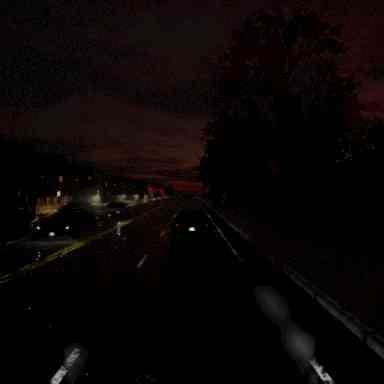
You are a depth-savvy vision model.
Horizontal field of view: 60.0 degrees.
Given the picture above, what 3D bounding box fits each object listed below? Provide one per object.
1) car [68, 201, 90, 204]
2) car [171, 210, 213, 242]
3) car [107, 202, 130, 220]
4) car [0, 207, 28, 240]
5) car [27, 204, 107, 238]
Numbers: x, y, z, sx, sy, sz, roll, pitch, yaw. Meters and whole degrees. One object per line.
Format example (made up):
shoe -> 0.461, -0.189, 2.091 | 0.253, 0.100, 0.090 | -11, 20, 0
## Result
car -> -9.778, 1.533, 28.348 | 1.882, 1.535, 5.008 | 0, 0, 1
car -> 0.001, 1.600, 16.493 | 1.994, 1.385, 4.181 | 0, 0, 0
car -> -6.526, 1.585, 28.711 | 1.812, 1.442, 4.674 | 0, 0, 1
car -> -9.768, 1.521, 17.140 | 2.128, 1.511, 4.902 | 0, 0, 0
car -> -6.510, 1.581, 18.105 | 2.033, 1.411, 5.357 | 0, 0, 0
